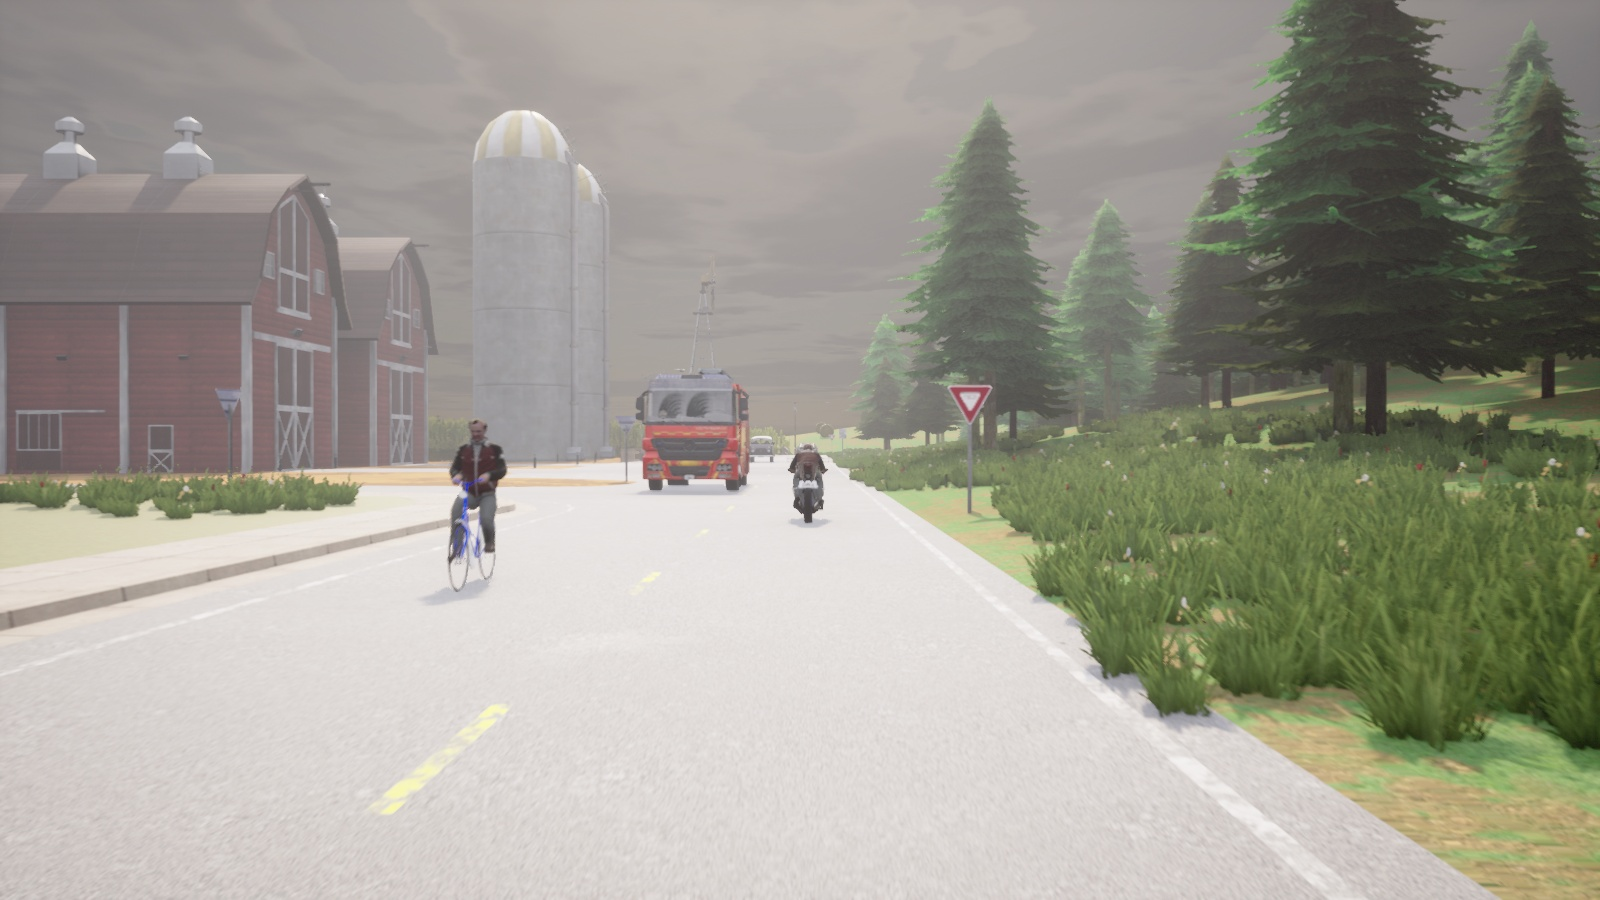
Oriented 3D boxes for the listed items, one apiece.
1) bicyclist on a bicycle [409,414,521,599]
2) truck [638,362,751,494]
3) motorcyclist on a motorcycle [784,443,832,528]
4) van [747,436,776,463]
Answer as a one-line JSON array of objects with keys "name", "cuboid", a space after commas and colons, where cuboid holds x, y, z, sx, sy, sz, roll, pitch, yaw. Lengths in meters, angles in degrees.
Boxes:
[{"name": "bicyclist on a bicycle", "cuboid": [-3.415, 0.541, 12.957, 0.659, 1.776, 1.843, 0, 0, 0]}, {"name": "truck", "cuboid": [-3.251, -0.657, 40.915, 2.891, 3.827, 8.468, 0, 0, 0]}, {"name": "motorcyclist on a motorcycle", "cuboid": [0.153, 0.646, 24.174, 0.866, 1.530, 2.191, 0, 1, 0]}, {"name": "van", "cuboid": [-2.934, -0.077, 96.667, 2.069, 2.038, 4.480, 0, 0, 0]}]
